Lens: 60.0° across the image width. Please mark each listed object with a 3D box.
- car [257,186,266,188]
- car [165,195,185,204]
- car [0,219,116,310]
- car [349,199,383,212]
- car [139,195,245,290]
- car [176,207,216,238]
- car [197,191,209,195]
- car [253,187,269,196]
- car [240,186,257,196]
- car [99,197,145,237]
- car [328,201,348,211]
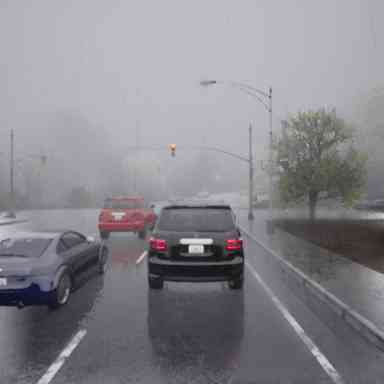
[{"bbox_3d":[19.660,-0.802,93.079,2.150,2.045,5.566,0,3,38],"label":"car"},{"bbox_3d":[-3.264,1.455,63.905,2.128,1.511,4.902,0,1,19],"label":"car"},{"bbox_3d":[-3.403,1.569,7.914,1.994,1.385,4.181,0,0,1],"label":"car"},{"bbox_3d":[20.583,1.549,37.351,4.718,1.301,1.895,-1,0,3],"label":"car"},{"bbox_3d":[0.104,1.230,9.281,2.150,2.045,5.566,0,0,0],"label":"car"},{"bbox_3d":[0.252,1.597,18.508,1.994,1.385,4.181,0,0,2],"label":"car"},{"bbox_3d":[2.432,0.728,77.936,2.097,1.767,4.553,0,3,25],"label":"car"},{"bbox_3d":[17.547,0.229,83.673,1.895,1.301,4.718,0,3,33],"label":"car"},{"bbox_3d":[13.978,0.058,84.547,2.097,1.767,4.553,0,3,33],"label":"car"},{"bbox_3d":[-3.279,1.252,17.680,2.150,2.045,5.566,0,0,1],"label":"car"},{"bbox_3d":[19.288,1.480,40.931,4.902,1.511,2.128,-1,0,3],"label":"car"}]
